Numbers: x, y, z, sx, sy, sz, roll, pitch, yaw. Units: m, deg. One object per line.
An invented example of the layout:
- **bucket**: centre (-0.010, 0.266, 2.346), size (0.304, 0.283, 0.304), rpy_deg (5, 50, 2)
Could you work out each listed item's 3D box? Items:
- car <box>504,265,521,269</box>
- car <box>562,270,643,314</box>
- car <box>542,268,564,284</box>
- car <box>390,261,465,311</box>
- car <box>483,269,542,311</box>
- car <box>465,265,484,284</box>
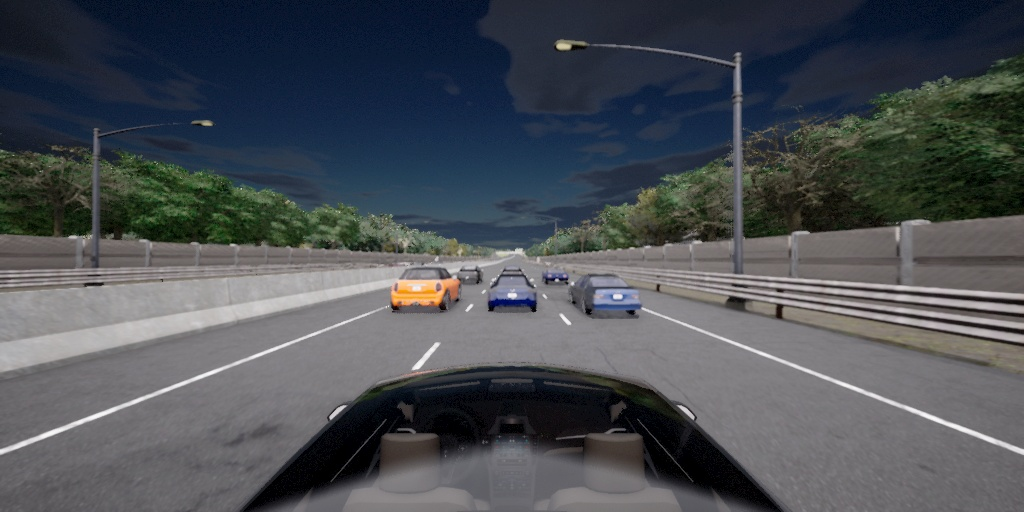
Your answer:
- **car**: centre (0.035, 1.521, 30.371), size (2.128, 1.511, 4.902), rpy_deg (0, 0, 1)
- **car**: centre (3.514, 1.419, 14.385), size (2.033, 1.411, 5.357), rpy_deg (0, -1, 0)
- **car**: centre (3.531, 1.626, 30.102), size (1.895, 1.301, 4.718), rpy_deg (0, -1, 0)
- **car**: centre (-3.472, 1.231, 15.268), size (2.097, 1.767, 4.553), rpy_deg (0, -1, 0)
- **car**: centre (0.028, 1.445, 15.332), size (1.994, 1.385, 4.181), rpy_deg (0, 0, 0)
- **car**: centre (-3.465, 1.521, 30.374), size (2.128, 1.511, 4.902), rpy_deg (0, 0, 1)
